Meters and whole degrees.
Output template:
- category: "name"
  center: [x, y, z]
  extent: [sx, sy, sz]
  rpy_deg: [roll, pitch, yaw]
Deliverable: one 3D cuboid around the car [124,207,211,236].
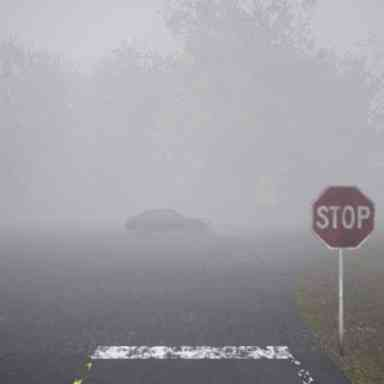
- category: "car"
  center: [-1.307, 1.549, 17.965]
  extent: [4.674, 1.442, 1.812]
  rpy_deg: [-1, 0, 0]
